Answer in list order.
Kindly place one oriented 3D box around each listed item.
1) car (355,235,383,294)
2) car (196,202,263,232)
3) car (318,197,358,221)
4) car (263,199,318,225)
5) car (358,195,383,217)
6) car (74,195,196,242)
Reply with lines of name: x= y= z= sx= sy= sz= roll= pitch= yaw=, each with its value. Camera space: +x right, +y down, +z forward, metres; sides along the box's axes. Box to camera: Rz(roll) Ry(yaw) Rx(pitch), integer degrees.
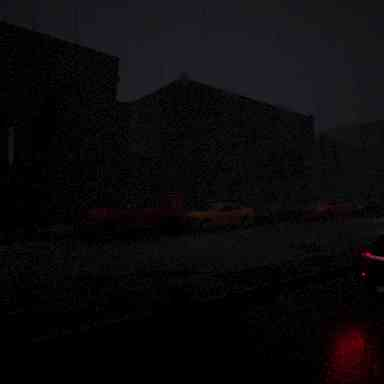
car: x=5.600 y=1.454 z=7.432 sx=4.902 sy=1.511 sz=2.128 roll=0 pitch=0 yaw=-35
car: x=1.545 y=1.399 z=19.671 sx=5.008 sy=1.535 sz=2.097 roll=0 pitch=0 yaw=-36
car: x=10.548 y=1.229 z=26.121 sx=4.553 sy=1.767 sz=2.185 roll=0 pitch=0 yaw=-36
car: x=6.037 y=1.378 z=22.889 sx=4.892 sy=1.521 sz=2.231 roll=0 pitch=0 yaw=-36
car: x=15.040 y=1.206 z=29.339 sx=4.553 sy=1.767 sz=2.185 roll=0 pitch=0 yaw=-36
car: x=-2.872 y=1.170 z=16.505 sx=5.566 sy=2.045 sz=2.435 roll=0 pitch=0 yaw=-36
